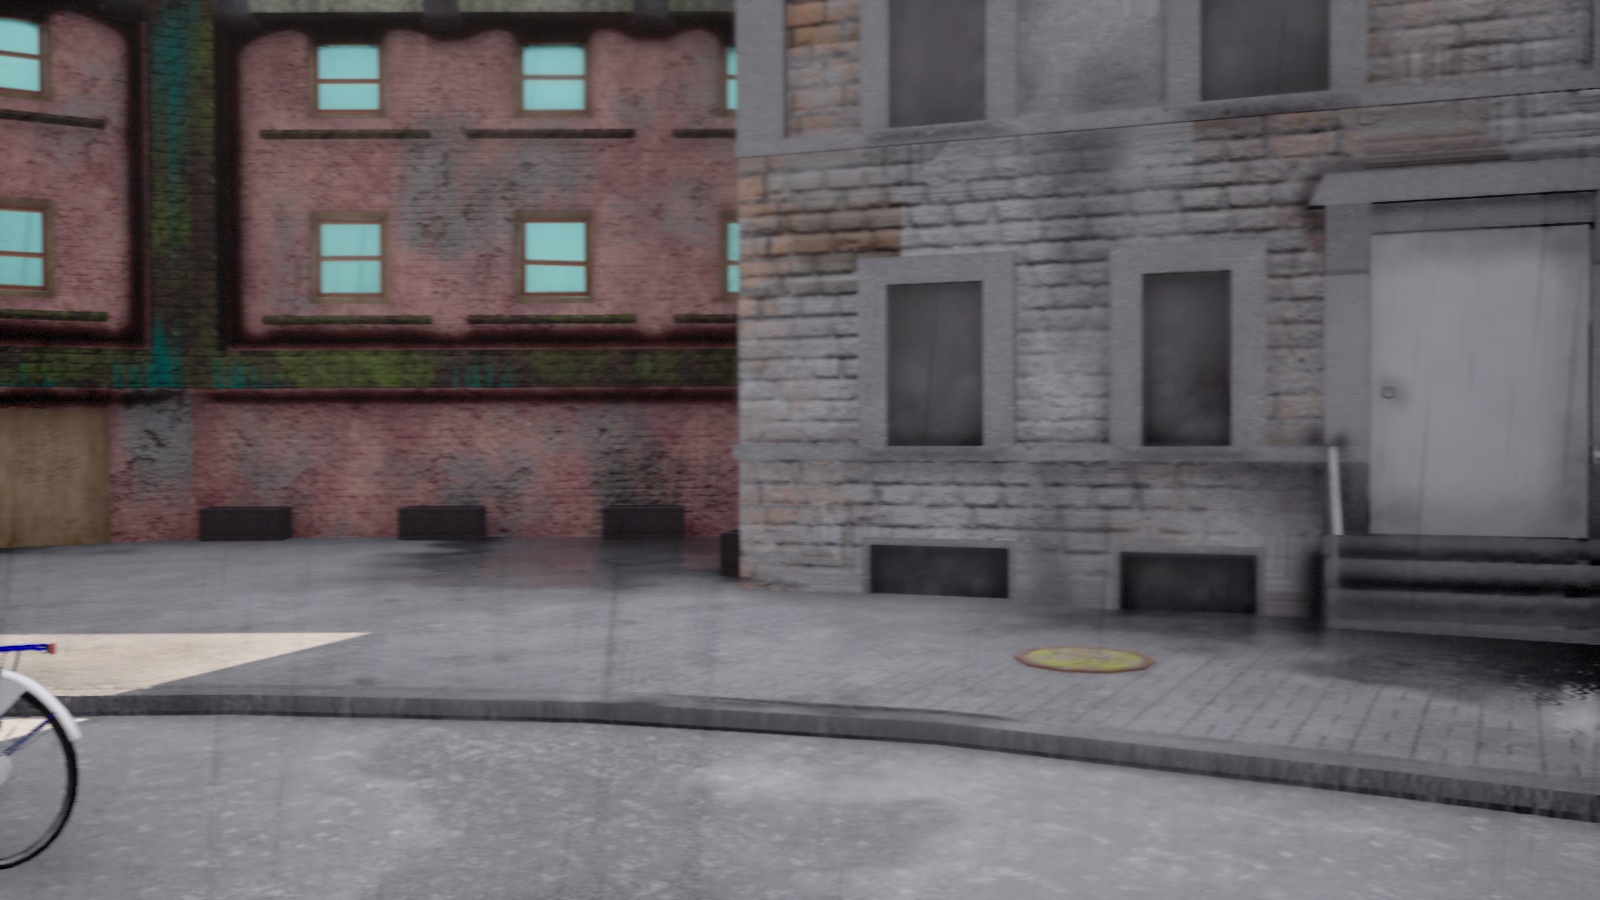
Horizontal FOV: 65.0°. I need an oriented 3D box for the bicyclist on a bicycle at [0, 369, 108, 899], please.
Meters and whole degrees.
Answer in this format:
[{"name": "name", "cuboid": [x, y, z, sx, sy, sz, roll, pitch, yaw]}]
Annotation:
[{"name": "bicyclist on a bicycle", "cuboid": [-3.565, 0.602, 4.443, 1.843, 1.776, 0.659, 0, 3, 1]}]
